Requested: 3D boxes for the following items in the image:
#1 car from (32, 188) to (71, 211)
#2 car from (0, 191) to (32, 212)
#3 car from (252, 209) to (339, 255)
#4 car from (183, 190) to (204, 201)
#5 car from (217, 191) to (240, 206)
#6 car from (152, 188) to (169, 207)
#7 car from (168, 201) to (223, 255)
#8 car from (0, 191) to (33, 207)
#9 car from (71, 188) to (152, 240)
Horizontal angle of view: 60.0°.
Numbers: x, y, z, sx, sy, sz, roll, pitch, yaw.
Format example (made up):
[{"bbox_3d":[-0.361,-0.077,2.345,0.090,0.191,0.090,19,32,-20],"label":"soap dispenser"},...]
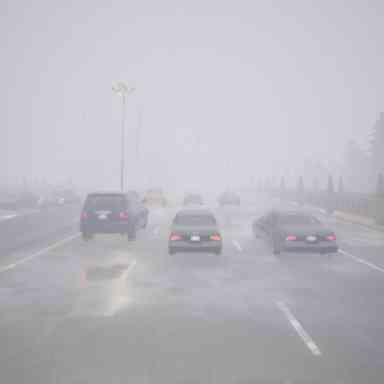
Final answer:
[{"bbox_3d":[-10.595,0.608,26.888,2.097,1.767,4.553,0,2,0],"label":"car"},{"bbox_3d":[-14.096,0.730,26.980,1.882,1.535,5.008,0,2,0],"label":"car"},{"bbox_3d":[3.601,1.356,12.546,2.033,1.411,5.357,0,2,0],"label":"car"},{"bbox_3d":[0.103,0.533,33.333,1.812,1.442,4.674,0,2,0],"label":"car"},{"bbox_3d":[3.602,0.585,32.984,1.994,1.385,4.181,0,2,0],"label":"car"},{"bbox_3d":[-3.398,0.412,31.963,2.097,1.767,4.553,0,2,0],"label":"car"},{"bbox_3d":[0.101,1.355,12.570,2.033,1.411,5.357,0,2,0],"label":"car"},{"bbox_3d":[-17.594,0.643,32.444,1.895,1.301,4.718,0,2,0],"label":"car"},{"bbox_3d":[-3.399,0.923,15.367,2.150,2.045,5.566,0,2,0],"label":"car"}]
